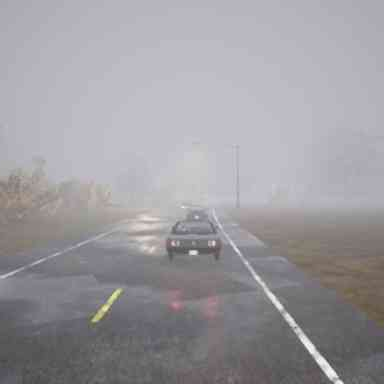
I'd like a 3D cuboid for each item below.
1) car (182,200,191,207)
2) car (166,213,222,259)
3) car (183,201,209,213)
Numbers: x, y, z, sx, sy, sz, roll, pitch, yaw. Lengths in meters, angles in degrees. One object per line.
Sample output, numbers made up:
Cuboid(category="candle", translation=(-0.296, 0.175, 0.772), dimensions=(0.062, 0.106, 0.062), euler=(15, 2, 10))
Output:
Cuboid(category="car", translation=(-0.963, 2.216, 66.608), dimensions=(2.033, 1.411, 5.357), euler=(0, -1, 4))
Cuboid(category="car", translation=(0.105, 1.738, 13.192), dimensions=(1.895, 1.301, 4.718), euler=(0, -1, 1))
Cuboid(category="car", translation=(0.487, 1.821, 28.804), dimensions=(1.812, 1.442, 4.674), euler=(0, 0, 2))
